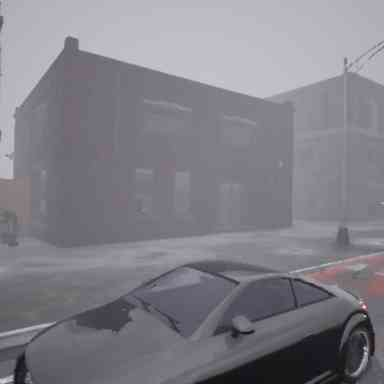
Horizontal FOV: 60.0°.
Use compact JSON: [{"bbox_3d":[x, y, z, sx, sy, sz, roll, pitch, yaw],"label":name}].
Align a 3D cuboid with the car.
[{"bbox_3d":[0.272,1.567,3.870,4.181,1.385,1.994,0,0,-35],"label":"car"}]
